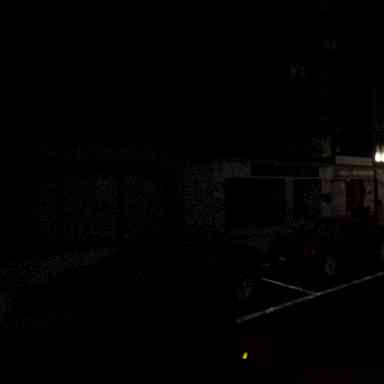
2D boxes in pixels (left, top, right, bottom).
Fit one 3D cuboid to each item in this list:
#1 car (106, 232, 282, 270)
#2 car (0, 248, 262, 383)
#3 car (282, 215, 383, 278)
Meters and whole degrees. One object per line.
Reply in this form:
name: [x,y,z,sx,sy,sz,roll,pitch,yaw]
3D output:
car: [-0.519,1.514,6.393,4.313,1.339,1.947,-1,1,-35]
car: [-1.574,1.527,2.257,4.674,1.442,1.812,-1,1,-35]
car: [4.096,1.399,9.681,4.507,1.381,1.887,-1,1,-35]
